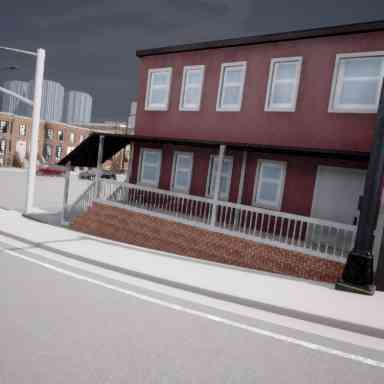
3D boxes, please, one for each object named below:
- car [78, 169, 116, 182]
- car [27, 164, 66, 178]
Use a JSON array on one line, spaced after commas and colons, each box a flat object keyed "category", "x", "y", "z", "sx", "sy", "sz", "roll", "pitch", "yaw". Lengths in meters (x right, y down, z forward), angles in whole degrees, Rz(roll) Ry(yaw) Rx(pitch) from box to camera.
[{"category": "car", "x": -11.373, "y": -2.039, "z": 40.068, "sx": 1.837, "sy": 1.490, "sz": 4.892, "roll": 10, "pitch": 6, "yaw": 35}, {"category": "car", "x": -16.684, "y": -2.536, "z": 38.626, "sx": 1.812, "sy": 1.442, "sz": 4.674, "roll": 10, "pitch": 6, "yaw": 35}]
